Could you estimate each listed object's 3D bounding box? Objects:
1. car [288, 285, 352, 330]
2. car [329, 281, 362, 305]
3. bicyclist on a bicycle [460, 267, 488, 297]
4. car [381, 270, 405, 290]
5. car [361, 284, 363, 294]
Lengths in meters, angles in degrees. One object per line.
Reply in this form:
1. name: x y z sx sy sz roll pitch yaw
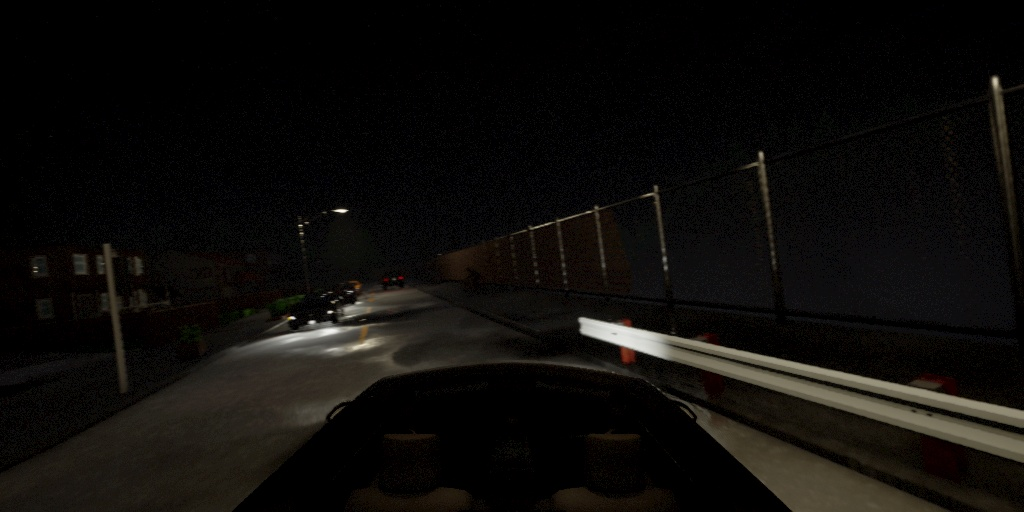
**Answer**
1. car: -9.206 2.462 17.242 2.033 1.411 5.357 -7 0 -20
2. car: -12.511 2.692 26.127 2.097 1.767 4.553 -7 0 -20
3. bicyclist on a bicycle: -2.143 1.392 19.794 1.656 1.620 0.582 -7 0 -20
4. car: -13.730 2.741 41.223 2.150 2.045 5.566 -7 0 -22
5. car: -16.013 3.270 35.694 1.882 1.535 5.008 -7 0 -20
